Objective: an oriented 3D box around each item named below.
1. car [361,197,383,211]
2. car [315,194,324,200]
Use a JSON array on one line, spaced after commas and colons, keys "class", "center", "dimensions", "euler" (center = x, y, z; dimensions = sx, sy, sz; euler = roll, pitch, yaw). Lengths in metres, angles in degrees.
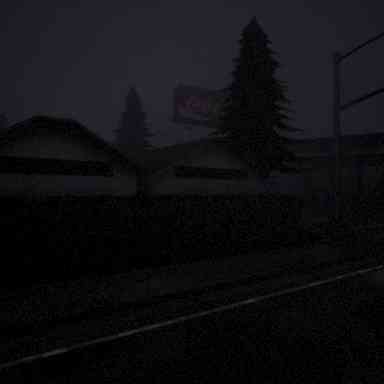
[{"class": "car", "center": [22.082, 1.444, 39.808], "dimensions": [4.611, 1.667, 2.242], "euler": [0, 0, -36]}, {"class": "car", "center": [33.558, 1.252, 89.208], "dimensions": [2.152, 1.636, 5.027], "euler": [0, 0, -36]}]
